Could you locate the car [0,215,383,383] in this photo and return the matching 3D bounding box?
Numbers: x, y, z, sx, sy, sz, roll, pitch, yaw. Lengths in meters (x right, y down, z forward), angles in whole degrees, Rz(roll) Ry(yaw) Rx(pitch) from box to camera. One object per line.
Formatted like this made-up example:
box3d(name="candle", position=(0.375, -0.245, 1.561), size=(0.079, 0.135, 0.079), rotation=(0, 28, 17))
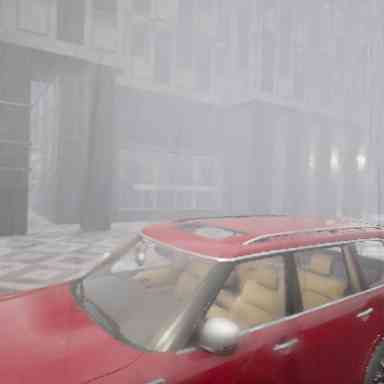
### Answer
box3d(name="car", position=(0.249, 1.215, 3.200), size=(5.009, 1.841, 2.192), rotation=(1, 2, -33))
